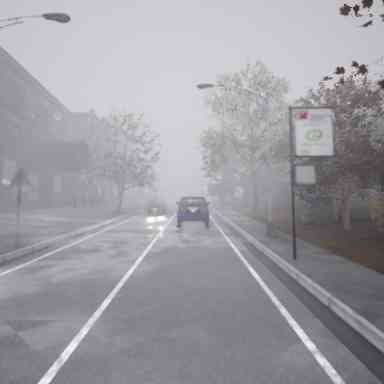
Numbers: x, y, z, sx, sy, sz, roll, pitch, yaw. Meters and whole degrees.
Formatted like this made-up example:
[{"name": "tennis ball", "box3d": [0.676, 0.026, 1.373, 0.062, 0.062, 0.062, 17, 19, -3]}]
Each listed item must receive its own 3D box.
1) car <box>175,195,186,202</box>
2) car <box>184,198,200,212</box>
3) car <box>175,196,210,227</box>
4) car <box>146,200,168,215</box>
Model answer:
[{"name": "car", "box3d": [-2.719, 1.582, 77.122, 1.882, 1.535, 5.008, -1, 0, 6]}, {"name": "car", "box3d": [0.050, 1.606, 41.880, 1.882, 1.535, 5.008, 0, 0, 0]}, {"name": "car", "box3d": [0.072, 1.295, 23.627, 2.150, 2.045, 5.566, 0, 0, 0]}, {"name": "car", "box3d": [-3.633, 1.600, 35.010, 2.128, 1.511, 4.902, 0, 0, 0]}]
